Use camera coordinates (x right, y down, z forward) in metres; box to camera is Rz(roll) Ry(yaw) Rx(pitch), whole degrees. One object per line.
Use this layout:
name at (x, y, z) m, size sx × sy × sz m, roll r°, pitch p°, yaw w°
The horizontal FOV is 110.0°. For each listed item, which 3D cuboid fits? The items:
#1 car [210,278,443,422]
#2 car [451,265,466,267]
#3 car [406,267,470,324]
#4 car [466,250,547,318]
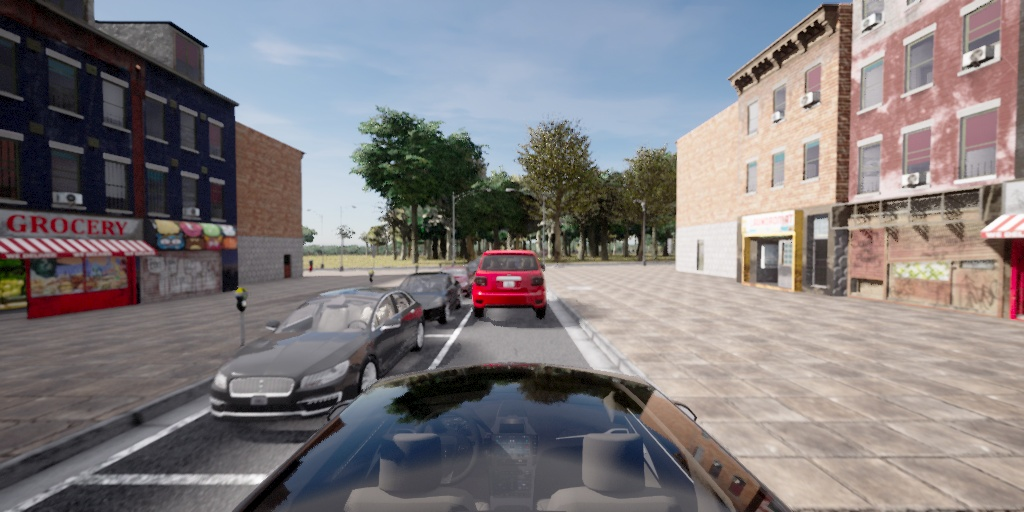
car at (-2.638, 1.247, 5.938) m, size 2.007 × 1.370 × 4.403 m, roll 0°, pitch 0°, yaw 0°
car at (-2.637, 1.142, 16.807) m, size 1.802 × 1.307 × 4.207 m, roll 0°, pitch 0°, yaw 0°
car at (-2.637, 1.194, 11.372) m, size 1.948 × 1.339 × 4.313 m, roll 0°, pitch 0°, yaw 0°
car at (-0.047, 0.835, 12.346) m, size 2.150 × 2.045 × 5.566 m, roll 0°, pitch 0°, yaw 1°
